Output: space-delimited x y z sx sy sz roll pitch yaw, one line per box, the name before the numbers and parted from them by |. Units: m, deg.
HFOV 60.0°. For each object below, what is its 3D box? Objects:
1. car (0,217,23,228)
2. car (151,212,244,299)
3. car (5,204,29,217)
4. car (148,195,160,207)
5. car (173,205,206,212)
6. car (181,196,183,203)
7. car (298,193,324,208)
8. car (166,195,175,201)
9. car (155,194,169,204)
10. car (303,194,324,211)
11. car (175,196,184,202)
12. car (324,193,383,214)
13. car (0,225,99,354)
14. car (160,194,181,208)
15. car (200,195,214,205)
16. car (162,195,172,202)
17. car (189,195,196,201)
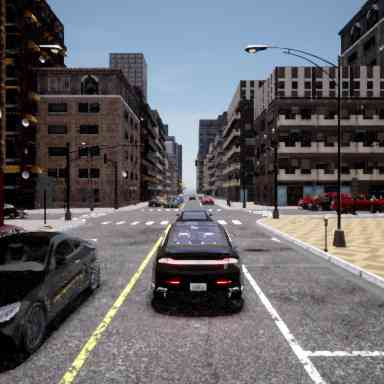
car | -5.730 1.582 9.199 1.802 1.307 4.206 0 0 0
car | 0.113 1.491 8.405 2.128 1.511 4.902 0 0 0
car | -18.130 1.806 31.496 4.902 1.511 2.128 -1 0 0
car | -5.624 1.581 51.223 1.947 1.339 4.313 0 0 0
car | 0.121 1.565 17.020 1.994 1.385 4.181 0 0 0
car | -3.005 1.620 58.103 1.895 1.301 4.718 0 0 0
car | 14.608 1.015 37.512 5.009 1.841 2.192 -1 1 0
car | -5.580 1.481 85.318 1.967 1.590 4.097 0 0 0
car | -5.610 1.337 62.588 2.192 1.841 5.009 0 0 0
car | 14.609 1.231 34.941 4.674 1.442 1.812 -1 0 0
car | -2.898 1.572 79.039 2.033 1.411 5.357 0 0 0
car | 14.731 1.029 29.134 5.009 1.841 2.192 -1 1 0
car | -3.094 1.525 6.232 1.812 1.442 4.674 0 0 0
car | -3.003 1.365 48.170 2.097 1.767 4.553 0 0 0
car | 2.763 1.458 56.897 1.967 1.590 4.097 0 0 0
car | -5.595 1.471 73.953 1.967 1.590 4.097 0 0 0
car | 0.118 1.598 90.083 1.994 1.385 4.181 0 0 0
